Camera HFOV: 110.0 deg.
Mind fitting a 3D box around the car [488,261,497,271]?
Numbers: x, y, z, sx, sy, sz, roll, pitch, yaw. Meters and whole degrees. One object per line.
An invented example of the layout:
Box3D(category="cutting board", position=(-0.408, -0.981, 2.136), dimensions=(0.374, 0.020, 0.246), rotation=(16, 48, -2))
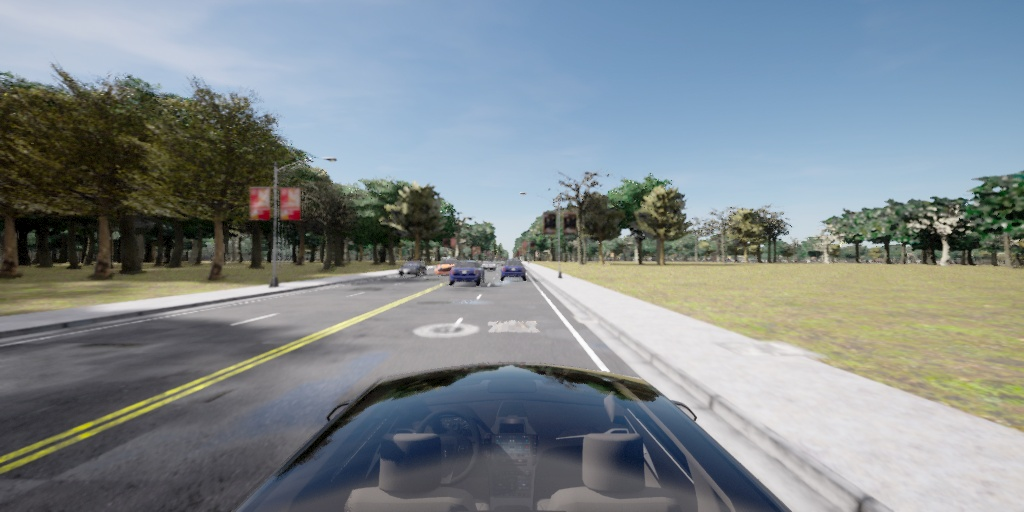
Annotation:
Box3D(category="car", position=(-3.125, 1.375, 50.299), dimensions=(1.895, 1.301, 4.718), rotation=(0, 0, 0))

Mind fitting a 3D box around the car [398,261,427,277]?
Box3D(category="car", position=(-9.825, 1.254, 35.730), dimensions=(2.128, 1.511, 4.902), rotation=(0, 0, 0))

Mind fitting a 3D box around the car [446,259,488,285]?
Box3D(category="car", position=(-3.138, 1.110, 25.822), dimensions=(2.097, 1.767, 4.553), rotation=(0, 0, 0))

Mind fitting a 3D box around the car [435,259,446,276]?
Box3D(category="car", position=(-6.572, 1.115, 37.070), dimensions=(2.097, 1.767, 4.553), rotation=(0, 0, 0))

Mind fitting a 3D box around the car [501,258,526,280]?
Box3D(category="car", position=(0.115, 1.112, 31.161), dimensions=(2.097, 1.767, 4.553), rotation=(0, 0, 0))
